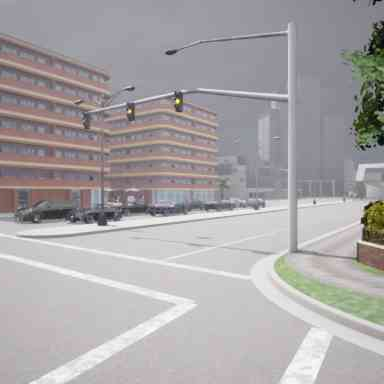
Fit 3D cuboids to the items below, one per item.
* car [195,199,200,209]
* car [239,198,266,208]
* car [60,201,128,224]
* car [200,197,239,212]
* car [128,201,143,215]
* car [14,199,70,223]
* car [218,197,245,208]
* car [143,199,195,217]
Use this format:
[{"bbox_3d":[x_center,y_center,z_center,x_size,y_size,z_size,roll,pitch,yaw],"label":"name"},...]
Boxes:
[{"bbox_3d":[-0.196,1.547,40.545,2.033,1.411,5.357,0,0,36],"label":"car"},{"bbox_3d":[8.846,1.526,46.970,1.812,1.442,4.674,0,0,36],"label":"car"},{"bbox_3d":[-7.245,1.564,24.920,1.994,1.385,4.181,0,0,36],"label":"car"},{"bbox_3d":[3.308,1.601,39.407,1.895,1.301,4.718,0,0,36],"label":"car"},{"bbox_3d":[-5.835,1.601,32.808,1.895,1.301,4.718,0,0,36],"label":"car"},{"bbox_3d":[-11.103,1.352,25.576,2.097,1.767,4.553,0,0,36],"label":"car"},{"bbox_3d":[5.835,1.526,48.783,1.812,1.442,4.674,0,0,36],"label":"car"},{"bbox_3d":[-2.087,1.601,32.000,1.895,1.301,4.718,0,0,36],"label":"car"}]
